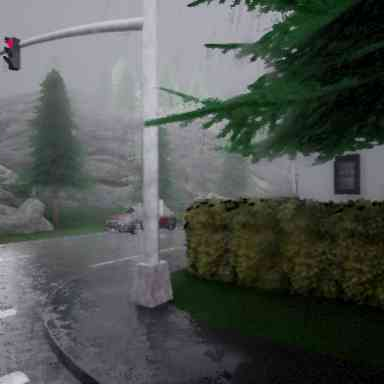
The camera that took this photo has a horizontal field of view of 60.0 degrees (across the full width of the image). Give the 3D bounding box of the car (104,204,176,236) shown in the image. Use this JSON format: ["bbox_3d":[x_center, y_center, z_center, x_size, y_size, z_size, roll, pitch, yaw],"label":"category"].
[{"bbox_3d":[-3.024,1.522,19.972,2.097,1.767,4.553,-1,-1,36],"label":"car"}]
